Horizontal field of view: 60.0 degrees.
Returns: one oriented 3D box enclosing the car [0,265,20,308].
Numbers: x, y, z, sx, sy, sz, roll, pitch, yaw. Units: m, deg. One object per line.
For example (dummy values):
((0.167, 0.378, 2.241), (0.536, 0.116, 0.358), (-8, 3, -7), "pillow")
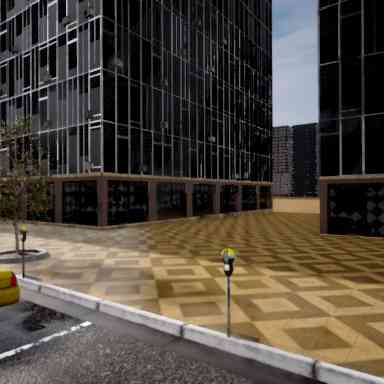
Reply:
((-5.317, 1.527, 6.651), (4.829, 1.417, 1.752), (0, 0, 35), "car")
